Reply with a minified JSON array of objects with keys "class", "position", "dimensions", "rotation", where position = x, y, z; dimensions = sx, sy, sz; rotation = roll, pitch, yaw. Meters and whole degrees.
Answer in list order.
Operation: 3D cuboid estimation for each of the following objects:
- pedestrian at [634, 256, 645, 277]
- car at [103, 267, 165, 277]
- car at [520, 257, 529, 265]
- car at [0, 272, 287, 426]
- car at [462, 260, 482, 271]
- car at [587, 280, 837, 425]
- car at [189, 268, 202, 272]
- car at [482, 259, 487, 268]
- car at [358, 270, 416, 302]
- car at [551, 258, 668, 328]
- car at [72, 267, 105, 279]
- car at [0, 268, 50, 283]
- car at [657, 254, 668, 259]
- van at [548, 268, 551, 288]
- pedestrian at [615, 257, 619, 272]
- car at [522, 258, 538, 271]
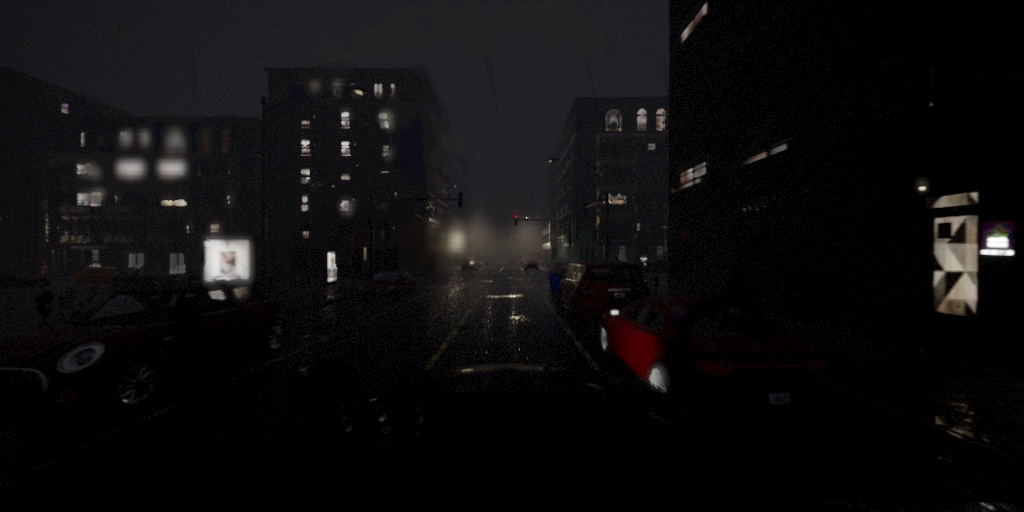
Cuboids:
[{"class":"pedestrian","position":[7.845,0.892,22.032],"dimensions":[0.375,1.860,0.375],"rotation":[0,0,0]},{"class":"car","position":[-27.969,1.696,27.597],"dimensions":[4.403,1.370,2.007],"rotation":[0,0,0]},{"class":"car","position":[2.676,1.274,54.792],"dimensions":[1.948,1.339,4.313],"rotation":[0,0,0]},{"class":"car","position":[-5.694,1.186,5.818],"dimensions":[1.967,1.591,4.097],"rotation":[0,0,0]},{"class":"car","position":[-5.704,1.277,49.279],"dimensions":[1.948,1.339,4.313],"rotation":[0,0,0]},{"class":"car","position":[2.688,1.291,5.819],"dimensions":[1.888,1.381,4.507],"rotation":[0,0,0]},{"class":"car","position":[-22.400,1.615,27.639],"dimensions":[4.403,1.370,2.007],"rotation":[0,0,0]},{"class":"car","position":[-5.707,1.273,60.326],"dimensions":[1.948,1.339,4.313],"rotation":[0,0,0]},{"class":"car","position":[-5.696,1.317,16.874],"dimensions":[1.802,1.307,4.207],"rotation":[0,0,0]},{"class":"car","position":[2.686,1.055,11.347],"dimensions":[2.192,1.841,5.009],"rotation":[0,0,0]},{"class":"car","position":[-33.888,1.686,30.275],"dimensions":[5.008,1.535,1.882],"rotation":[-1,0,0]},{"class":"car","position":[-38.399,1.843,27.565],"dimensions":[4.507,1.381,1.888],"rotation":[0,0,0]},{"class":"car","position":[15.763,0.749,36.431],"dimensions":[5.009,1.841,2.192],"rotation":[0,0,0]},{"class":"van","position":[2.685,1.076,16.874],"dimensions":[1.690,1.789,3.998],"rotation":[0,0,0]},{"class":"pedestrian","position":[6.286,0.871,21.432],"dimensions":[0.375,1.860,0.375],"rotation":[0,0,0]},{"class":"car","position":[2.677,1.293,49.269],"dimensions":[1.802,1.307,4.207],"rotation":[0,0,0]}]
